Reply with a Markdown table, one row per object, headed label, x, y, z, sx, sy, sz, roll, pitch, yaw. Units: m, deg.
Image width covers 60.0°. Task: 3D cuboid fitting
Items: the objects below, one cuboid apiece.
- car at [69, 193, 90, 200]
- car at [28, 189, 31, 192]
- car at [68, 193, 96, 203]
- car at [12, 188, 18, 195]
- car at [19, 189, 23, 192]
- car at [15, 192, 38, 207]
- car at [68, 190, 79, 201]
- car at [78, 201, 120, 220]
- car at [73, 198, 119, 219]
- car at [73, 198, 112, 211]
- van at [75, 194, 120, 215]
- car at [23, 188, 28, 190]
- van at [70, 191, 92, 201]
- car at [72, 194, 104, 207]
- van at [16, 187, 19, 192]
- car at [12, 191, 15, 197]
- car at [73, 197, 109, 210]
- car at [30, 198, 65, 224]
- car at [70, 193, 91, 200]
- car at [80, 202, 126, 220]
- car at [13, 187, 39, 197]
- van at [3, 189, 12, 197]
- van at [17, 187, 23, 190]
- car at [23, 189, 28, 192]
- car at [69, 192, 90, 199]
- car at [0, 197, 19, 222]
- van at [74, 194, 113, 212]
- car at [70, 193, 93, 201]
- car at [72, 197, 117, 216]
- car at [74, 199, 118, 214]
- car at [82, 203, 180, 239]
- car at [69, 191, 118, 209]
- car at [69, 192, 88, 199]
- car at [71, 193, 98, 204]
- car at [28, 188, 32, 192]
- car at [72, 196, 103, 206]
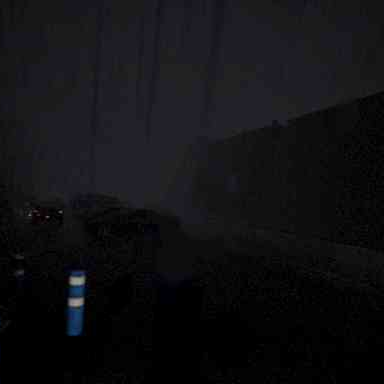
| label | x | y | z | sx | sy | sz | roll | pitch | yaw |
| --- | --- | --- | --- | --- | --- | --- | --- | --- | --- |
| car | -27.132 | 1.050 | 80.551 | 4.674 | 1.452 | 2.002 | 3 | 0 | -21 |
| car | -33.751 | 0.559 | 62.689 | 5.008 | 1.535 | 2.097 | 3 | 0 | -21 |
| car | -22.274 | 1.208 | 67.283 | 5.366 | 1.575 | 1.946 | 3 | 0 | -21 |
| car | -27.688 | 0.688 | 46.870 | 4.553 | 1.767 | 2.185 | 3 | 0 | -21 |
| car | -29.784 | 0.726 | 52.249 | 4.892 | 1.521 | 2.231 | 3 | 0 | -21 |
| car | -21.100 | 1.170 | 43.069 | 2.128 | 1.511 | 4.902 | 3 | -1 | -20 |
| car | -18.088 | 1.138 | 56.780 | 5.566 | 2.045 | 2.435 | 3 | 0 | -21 |
| car | -4.970 | 1.604 | 22.450 | 4.674 | 1.452 | 2.002 | 3 | -1 | -21 |
| car | -6.979 | 1.580 | 27.734 | 5.008 | 1.535 | 2.097 | 3 | -1 | -21 |
| car | -13.045 | 1.636 | 43.579 | 4.674 | 1.452 | 2.002 | 3 | 0 | -21 |
| van | -10.108 | 1.370 | 35.613 | 4.442 | 1.987 | 1.878 | 3 | -1 | -21 |
| car | -32.772 | 0.474 | 60.039 | 4.553 | 1.767 | 2.185 | 3 | 0 | -21 |
| van | -24.210 | 0.905 | 72.589 | 4.442 | 1.987 | 1.878 | 3 | 0 | -21 |
| car | -16.085 | 1.347 | 51.498 | 4.553 | 1.767 | 2.185 | 3 | 0 | -21 |
| van | -28.870 | 0.536 | 49.571 | 4.442 | 1.987 | 1.878 | 3 | 0 | -21 |
| car | -26.795 | 0.880 | 44.326 | 4.792 | 1.488 | 2.163 | 3 | 0 | -21 |
| car | -14.050 | 1.599 | 46.229 | 4.674 | 1.452 | 2.002 | 3 | 0 | -21 |
| car | -9.902 | 1.385 | 23.144 | 1.812 | 1.442 | 4.674 | 3 | -1 | -20 |
| car | -26.131 | 1.092 | 77.908 | 4.674 | 1.452 | 2.002 | 3 | 0 | -21 |
| car | -3.961 | 1.597 | 19.811 | 4.674 | 1.452 | 2.002 | 3 | -1 | -21 |
| car | -41.765 | -0.034 | 83.803 | 5.566 | 2.045 | 2.435 | 3 | 0 | -21 |
| van | -25.635 | 0.675 | 41.740 | 4.442 | 1.987 | 1.878 | 3 | 0 | -21 |
| van | -30.879 | 0.451 | 54.852 | 4.442 | 1.987 | 1.878 | 3 | 0 | -21 |
| car | -31.749 | 0.642 | 57.410 | 5.008 | 1.535 | 2.097 | 3 | 0 | -21 |
| car | -29.140 | 0.923 | 85.831 | 5.008 | 1.535 | 2.097 | 3 | 0 | -21 |
| car | -13.007 | 1.227 | 21.763 | 2.033 | 1.411 | 5.357 | 3 | -1 | -21 |
| van | -12.083 | 1.381 | 40.779 | 4.442 | 1.987 | 1.878 | 3 | -1 | -21 |
| car | -25.094 | 1.125 | 75.280 | 4.792 | 1.488 | 2.163 | 3 | 0 | -21 |
| car | -7.998 | 1.587 | 30.369 | 5.008 | 1.535 | 2.097 | 3 | -1 | -21 |
| car | -11.024 | 1.649 | 38.287 | 4.674 | 1.452 | 2.002 | 3 | -1 | -21 |
| car | -2.976 | 1.578 | 17.161 | 4.792 | 1.488 | 2.163 | 3 | -1 | -21 |
| car | -8.963 | 1.345 | 33.026 | 5.566 | 2.045 | 2.435 | 3 | -1 | -21 |
| car | -30.152 | 0.917 | 88.472 | 4.674 | 1.452 | 2.002 | 3 | 0 | -21 |
| car | -20.110 | 1.178 | 62.059 | 4.553 | 1.767 | 2.185 | 3 | 0 | -21 |
| car | -34.765 | 0.516 | 65.324 | 5.008 | 1.535 | 2.097 | 3 | 0 | -21 |
| car | -17.074 | 1.472 | 54.148 | 4.674 | 1.452 | 2.002 | 3 | 0 | -21 |
